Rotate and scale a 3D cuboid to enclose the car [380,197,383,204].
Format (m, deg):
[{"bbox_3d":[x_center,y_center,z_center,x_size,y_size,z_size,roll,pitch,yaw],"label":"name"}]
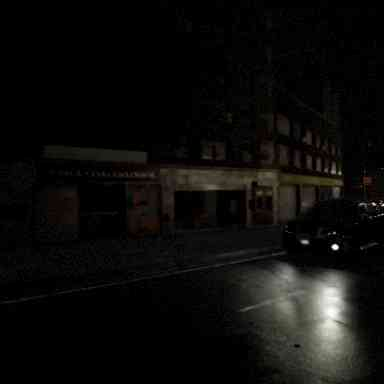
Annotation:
[{"bbox_3d":[42.011,1.772,72.052,1.837,1.490,4.892,-1,0,25],"label":"car"}]

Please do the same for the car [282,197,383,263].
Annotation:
[{"bbox_3d":[5.739,1.307,12.789,5.566,2.045,2.150,1,0,-43],"label":"car"}]
